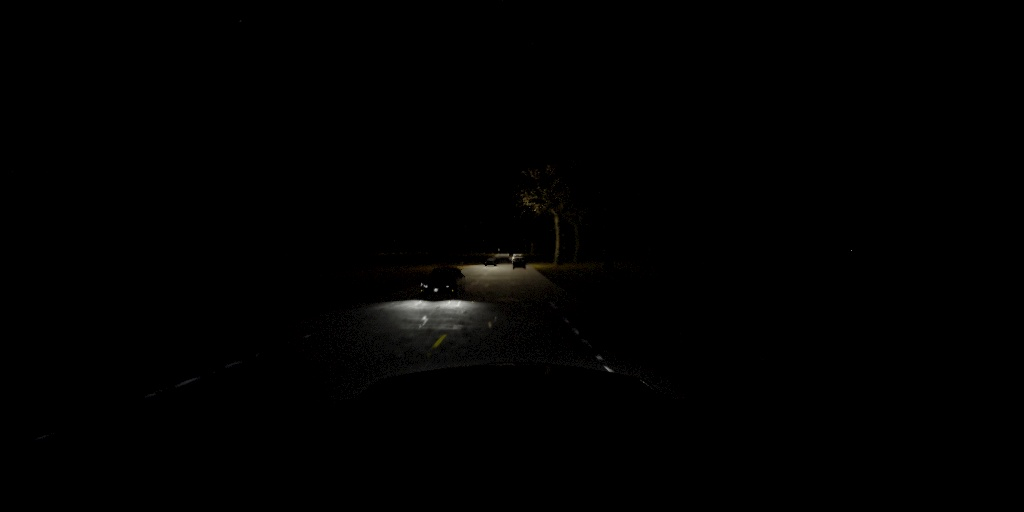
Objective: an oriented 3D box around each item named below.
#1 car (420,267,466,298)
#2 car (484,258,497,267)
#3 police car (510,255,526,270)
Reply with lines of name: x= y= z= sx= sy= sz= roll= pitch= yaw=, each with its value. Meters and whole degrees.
car: x=-3.598 y=1.365 z=19.379 sx=1.837 sy=1.490 sz=4.892 roll=0 pitch=0 yaw=0
car: x=-3.534 y=1.031 z=60.166 sx=1.882 sy=1.535 sz=5.008 roll=0 pitch=1 yaw=1
police car: x=1.046 y=1.086 z=51.714 sx=1.930 sy=1.638 sz=5.238 roll=0 pitch=1 yaw=0
